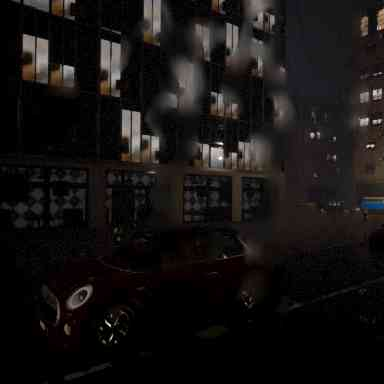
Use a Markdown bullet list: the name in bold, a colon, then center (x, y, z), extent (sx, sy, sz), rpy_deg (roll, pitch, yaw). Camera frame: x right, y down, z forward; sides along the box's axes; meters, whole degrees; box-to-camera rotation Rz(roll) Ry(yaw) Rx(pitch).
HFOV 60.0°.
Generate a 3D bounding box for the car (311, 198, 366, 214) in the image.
- **car**: center (15.306, 1.620, 34.864), extent (2.008, 1.369, 4.403), rpy_deg (0, -1, -35)

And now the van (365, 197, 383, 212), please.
- **van**: center (22.192, 1.524, 39.643), extent (1.690, 1.788, 3.998), rpy_deg (0, -1, -35)

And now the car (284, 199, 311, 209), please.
- **car**: center (15.762, 1.787, 48.896), extent (1.752, 1.417, 4.829), rpy_deg (0, -1, -35)

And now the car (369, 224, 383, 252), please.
- **car**: center (8.468, 1.567, 12.588), extent (4.313, 1.339, 1.947), rpy_deg (0, 1, -35)

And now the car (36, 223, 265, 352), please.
- **car**: center (-0.607, 1.441, 6.112), extent (4.097, 1.590, 1.967), rpy_deg (0, 1, -35)
